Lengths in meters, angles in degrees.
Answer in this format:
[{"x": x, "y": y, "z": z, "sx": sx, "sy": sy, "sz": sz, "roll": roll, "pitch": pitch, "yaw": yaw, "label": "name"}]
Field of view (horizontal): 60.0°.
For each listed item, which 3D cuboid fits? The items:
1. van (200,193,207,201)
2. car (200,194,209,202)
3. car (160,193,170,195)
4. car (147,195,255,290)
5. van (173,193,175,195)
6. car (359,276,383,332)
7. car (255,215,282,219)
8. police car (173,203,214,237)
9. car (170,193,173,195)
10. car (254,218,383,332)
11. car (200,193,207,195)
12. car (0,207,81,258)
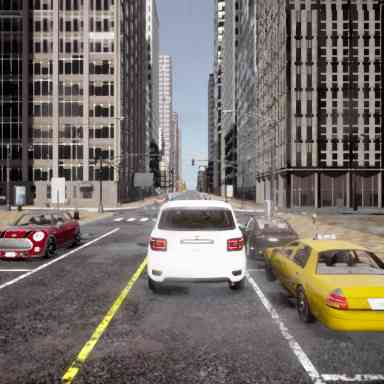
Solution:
[{"x": 2.711, "y": 1.240, "z": 78.758, "sx": 1.690, "sy": 1.788, "sz": 3.998, "roll": 0, "pitch": 0, "yaw": 0, "label": "van"}, {"x": 2.709, "y": 1.353, "z": 73.073, "sx": 1.967, "sy": 1.590, "sz": 4.097, "roll": 0, "pitch": 0, "yaw": 0, "label": "car"}, {"x": -5.769, "y": 1.380, "z": 61.708, "sx": 1.967, "sy": 1.590, "sz": 4.097, "roll": 0, "pitch": 0, "yaw": 0, "label": "car"}, {"x": 0.102, "y": 1.220, "z": 9.230, "sx": 2.150, "sy": 2.045, "sz": 5.566, "roll": 0, "pitch": 0, "yaw": 0, "label": "car"}, {"x": -5.668, "y": 1.225, "z": 84.448, "sx": 1.690, "sy": 1.788, "sz": 3.998, "roll": 0, "pitch": 0, "yaw": 0, "label": "van"}, {"x": 2.692, "y": 1.551, "z": 1.106, "sx": 2.008, "sy": 1.369, "sz": 4.403, "roll": 0, "pitch": 0, "yaw": 0, "label": "car"}, {"x": 2.695, "y": 1.548, "z": 12.445, "sx": 2.008, "sy": 1.369, "sz": 4.403, "roll": 0, "pitch": 0, "yaw": 0, "label": "car"}, {"x": 0.101, "y": 1.498, "z": 19.150, "sx": 2.038, "sy": 1.542, "sz": 4.974, "roll": 0, "pitch": 0, "yaw": 1, "label": "police car"}, {"x": -5.702, "y": 1.242, "z": 67.393, "sx": 2.192, "sy": 1.841, "sz": 5.009, "roll": 0, "pitch": 0, "yaw": 0, "label": "car"}, {"x": 2.693, "y": 1.525, "z": 6.947, "sx": 1.752, "sy": 1.417, "sz": 4.829, "roll": 0, "pitch": 0, "yaw": 0, "label": "car"}, {"x": 2.802, "y": 1.380, "z": 61.705, "sx": 1.967, "sy": 1.590, "sz": 4.097, "roll": 0, "pitch": 0, "yaw": 0, "label": "car"}, {"x": -5.685, "y": 1.438, "z": 12.445, "sx": 1.967, "sy": 1.590, "sz": 4.097, "roll": 0, "pitch": 0, "yaw": 0, "label": "car"}]
